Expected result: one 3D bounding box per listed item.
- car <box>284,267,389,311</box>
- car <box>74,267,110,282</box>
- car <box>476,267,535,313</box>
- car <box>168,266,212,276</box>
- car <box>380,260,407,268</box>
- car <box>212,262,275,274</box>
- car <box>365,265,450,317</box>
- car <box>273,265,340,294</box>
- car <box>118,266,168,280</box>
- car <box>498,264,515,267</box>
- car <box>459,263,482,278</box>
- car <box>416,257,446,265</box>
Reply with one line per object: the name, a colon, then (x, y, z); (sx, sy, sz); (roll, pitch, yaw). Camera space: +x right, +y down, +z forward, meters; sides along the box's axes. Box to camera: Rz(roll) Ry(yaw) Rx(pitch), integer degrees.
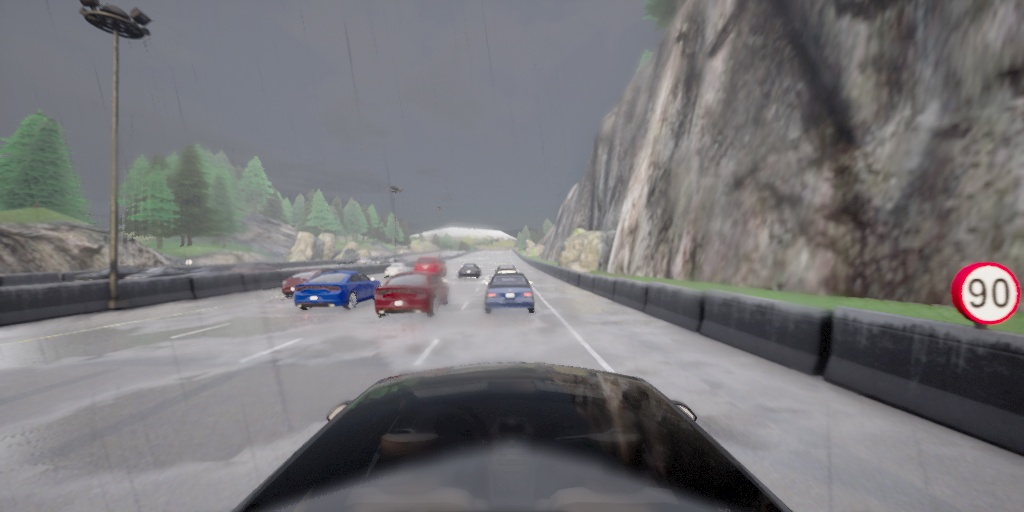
car: (-7.136, 1.361, 15.294); (1.882, 1.535, 5.008); (0, 0, -1)
car: (-32.120, 1.578, 29.170); (1.882, 1.535, 5.008); (0, 0, -1)
car: (-0.113, 1.366, 14.446); (2.033, 1.411, 5.357); (0, 0, -1)
car: (-25.125, 1.603, 29.487); (1.994, 1.385, 4.181); (0, 0, -1)
car: (-11.052, 1.424, 35.323); (1.812, 1.442, 4.674); (0, 0, -1)
car: (-21.628, 1.361, 29.574); (2.097, 1.767, 4.553); (0, 0, -1)
car: (-3.603, 1.324, 13.731); (1.882, 1.535, 5.008); (0, 0, -1)
car: (-10.740, 1.449, 19.879); (1.812, 1.442, 4.674); (0, 0, -1)
car: (-28.622, 1.596, 29.287); (1.812, 1.442, 4.674); (0, 0, -1)
car: (-0.496, 1.419, 32.789); (1.895, 1.301, 4.718); (0, 0, -1)
car: (-4.045, 1.404, 35.053); (1.994, 1.385, 4.181); (0, 0, -1)
car: (-7.514, 1.097, 33.496); (2.150, 2.045, 5.566); (0, 0, -1)
